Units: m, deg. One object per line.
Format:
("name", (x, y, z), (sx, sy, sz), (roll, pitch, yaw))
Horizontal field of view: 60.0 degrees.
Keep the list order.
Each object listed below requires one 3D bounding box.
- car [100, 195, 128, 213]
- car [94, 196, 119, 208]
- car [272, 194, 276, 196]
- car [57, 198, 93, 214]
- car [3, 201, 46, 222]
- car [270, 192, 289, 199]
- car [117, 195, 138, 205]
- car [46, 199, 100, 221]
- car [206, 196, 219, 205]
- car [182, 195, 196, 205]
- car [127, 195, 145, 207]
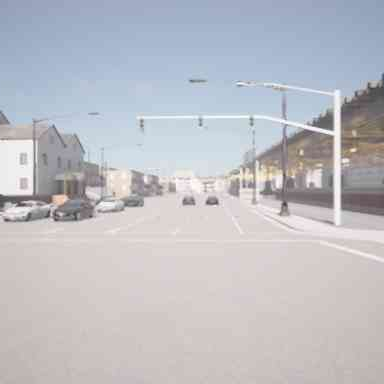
("car", (-8.547, 1.364, 35.386), (1.812, 1.442, 4.674), (0, 0, 4))
("car", (-11.410, 1.303, 44.934), (1.837, 1.490, 4.892), (0, 0, 4))
("car", (20.734, 0.914, 75.224), (2.038, 1.542, 4.974), (-1, 0, -33))
("car", (-12.098, 1.424, 34.723), (1.994, 1.385, 4.181), (0, 0, 5))
("car", (-12.695, 1.439, 26.031), (1.812, 1.442, 4.674), (0, 0, 4))
("car", (21.034, 0.885, 79.822), (4.974, 1.542, 2.038), (-1, 0, -43))
("car", (-10.656, 1.281, 55.463), (2.033, 1.411, 5.357), (0, 0, 4))
("car", (-9.178, 1.400, 26.167), (1.837, 1.490, 4.892), (0, 0, 4))
("car", (3.060, 1.259, 50.138), (1.994, 1.385, 4.181), (0, 0, 4))
("car", (-0.440, 1.204, 50.270), (2.128, 1.511, 4.902), (0, 0, 4))
("car", (-7.843, 1.252, 45.838), (1.882, 1.535, 5.008), (0, 0, 4))
